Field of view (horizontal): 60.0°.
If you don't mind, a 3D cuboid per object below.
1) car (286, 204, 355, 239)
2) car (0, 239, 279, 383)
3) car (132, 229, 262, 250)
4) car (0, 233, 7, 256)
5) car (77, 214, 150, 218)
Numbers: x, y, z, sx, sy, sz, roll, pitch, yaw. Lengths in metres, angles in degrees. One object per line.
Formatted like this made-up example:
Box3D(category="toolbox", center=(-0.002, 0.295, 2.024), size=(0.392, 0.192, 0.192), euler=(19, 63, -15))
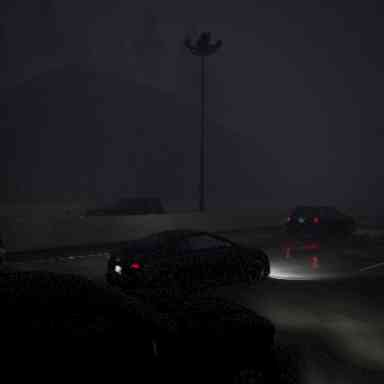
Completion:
Box3D(category="car", center=(7.297, 1.535, 18.707), size=(4.553, 1.767, 2.097), euler=(1, -1, -41))
Box3D(category="car", center=(-1.346, 1.489, 2.885), size=(5.008, 1.535, 1.882), euler=(1, -1, -36))
Box3D(category="car", center=(0.021, 1.623, 8.272), size=(4.181, 1.385, 1.994), euler=(1, 0, -37))
Box3D(category="car", center=(-7.207, 1.224, 7.273), size=(5.566, 2.045, 2.150), euler=(1, 0, -35))
Box3D(category="car", center=(-4.483, 1.353, 22.644), size=(5.566, 2.045, 2.150), euler=(1, -1, -38))
